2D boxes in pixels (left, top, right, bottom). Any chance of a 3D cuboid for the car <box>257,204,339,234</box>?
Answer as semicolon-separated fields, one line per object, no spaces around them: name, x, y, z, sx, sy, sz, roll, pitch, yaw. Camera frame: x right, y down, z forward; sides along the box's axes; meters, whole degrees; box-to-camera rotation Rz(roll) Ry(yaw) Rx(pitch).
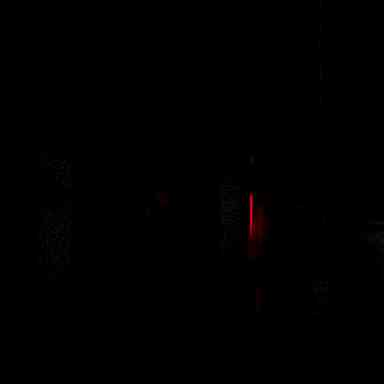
car;6.107;1.478;19.711;1.882;1.535;5.008;0;0;-38

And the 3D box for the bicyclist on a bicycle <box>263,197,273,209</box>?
bicyclist on a bicycle;7.383;1.349;32.117;1.656;1.620;0.582;0;0;-36
